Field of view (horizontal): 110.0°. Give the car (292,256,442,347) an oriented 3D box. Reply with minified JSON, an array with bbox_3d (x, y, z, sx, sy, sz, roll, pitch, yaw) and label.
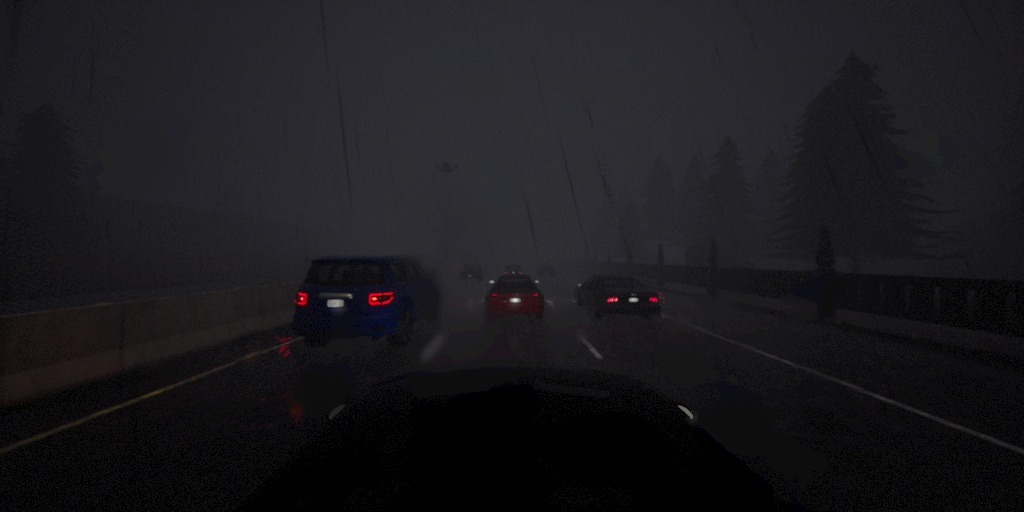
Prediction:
[{"bbox_3d":[-3.399,1.014,9.591,2.150,2.045,5.566,0,0,0],"label":"car"}]

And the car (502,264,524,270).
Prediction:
[{"bbox_3d":[0.113,1.466,32.886,2.033,1.411,5.357,0,0,0],"label":"car"}]

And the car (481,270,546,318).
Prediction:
[{"bbox_3d":[0.103,1.377,13.323,1.994,1.385,4.181,0,0,0],"label":"car"}]

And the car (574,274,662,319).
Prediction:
[{"bbox_3d":[3.604,1.361,13.130,2.033,1.411,5.357,0,0,0],"label":"car"}]

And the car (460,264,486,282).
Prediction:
[{"bbox_3d":[-3.388,1.401,31.410,2.128,1.511,4.902,0,0,0],"label":"car"}]

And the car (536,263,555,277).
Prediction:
[{"bbox_3d":[3.618,1.481,39.492,1.812,1.442,4.674,0,0,0],"label":"car"}]
